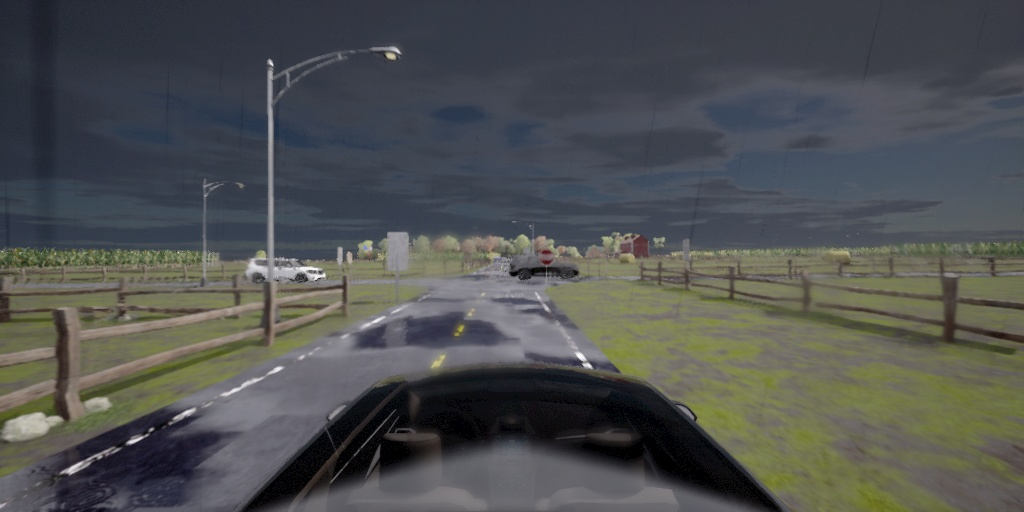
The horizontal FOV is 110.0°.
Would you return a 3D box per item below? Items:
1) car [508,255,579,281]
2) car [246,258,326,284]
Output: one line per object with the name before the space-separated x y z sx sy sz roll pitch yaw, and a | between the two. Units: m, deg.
car | 2.488 0.919 28.458 5.566 2.045 2.150 -1 0 0
car | -17.753 1.206 28.269 5.566 2.045 2.150 1 -1 -1
